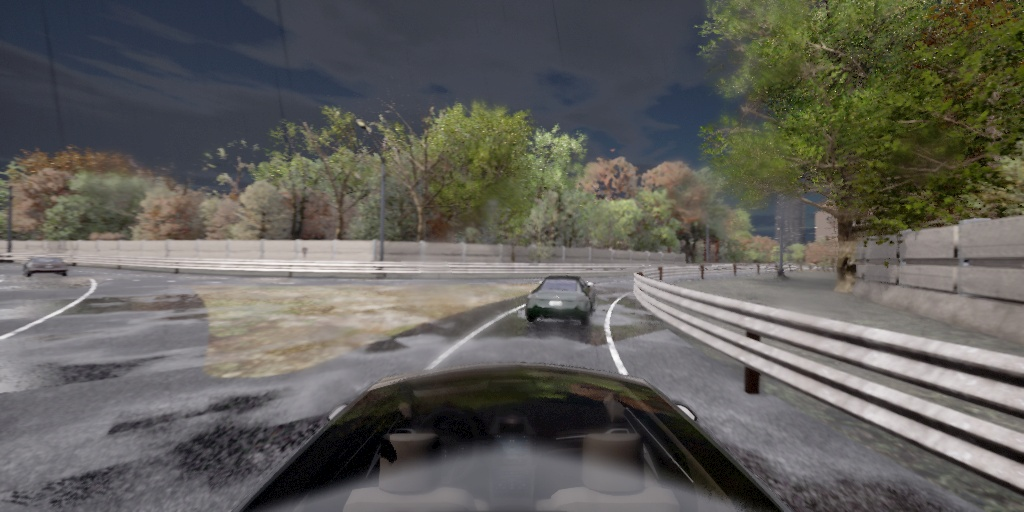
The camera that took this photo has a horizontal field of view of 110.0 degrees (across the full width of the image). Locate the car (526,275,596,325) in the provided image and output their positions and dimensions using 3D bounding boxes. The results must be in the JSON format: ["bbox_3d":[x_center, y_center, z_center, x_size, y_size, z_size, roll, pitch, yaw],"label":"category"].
[{"bbox_3d":[1.790,1.347,12.297,1.994,1.385,4.181,1,0,15],"label":"car"}]

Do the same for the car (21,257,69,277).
[{"bbox_3d":[-34.007,0.759,26.147,5.357,1.411,2.033,1,0,34],"label":"car"}]
